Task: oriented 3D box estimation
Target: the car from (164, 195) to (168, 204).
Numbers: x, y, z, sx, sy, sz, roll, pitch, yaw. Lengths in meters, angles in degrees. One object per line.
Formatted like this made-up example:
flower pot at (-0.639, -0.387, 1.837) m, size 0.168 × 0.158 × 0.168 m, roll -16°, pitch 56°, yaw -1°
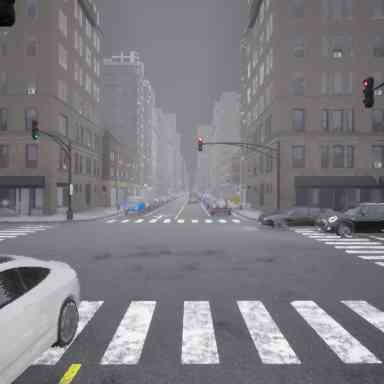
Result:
car at (-5.632, 1.569, 56.073) m, size 1.947 × 1.339 × 4.313 m, roll 0°, pitch 0°, yaw 0°

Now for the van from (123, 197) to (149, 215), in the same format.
van at (-5.725, 1.343, 33.400) m, size 1.690 × 1.788 × 3.998 m, roll 0°, pitch 0°, yaw 0°

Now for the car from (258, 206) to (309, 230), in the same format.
car at (6.886, 1.552, 20.660) m, size 5.357 × 1.411 × 2.033 m, roll 0°, pitch 0°, yaw 0°

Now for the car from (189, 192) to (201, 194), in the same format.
car at (0.297, 1.039, 72.971) m, size 2.150 × 2.045 × 5.566 m, roll 0°, pitch 0°, yaw 0°

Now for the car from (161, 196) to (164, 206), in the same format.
car at (-5.655, 1.585, 50.405) m, size 1.802 × 1.307 × 4.206 m, roll 0°, pitch 0°, yaw 0°

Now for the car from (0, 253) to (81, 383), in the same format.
car at (-2.778, 1.526, 3.648) m, size 1.812 × 1.442 × 4.674 m, roll 0°, pitch 0°, yaw 4°

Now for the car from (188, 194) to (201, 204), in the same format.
car at (0.255, 1.566, 62.937) m, size 1.994 × 1.385 × 4.181 m, roll 0°, pitch 0°, yaw 0°

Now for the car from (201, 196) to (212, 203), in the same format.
car at (2.941, 1.552, 67.382) m, size 2.008 × 1.369 × 4.403 m, roll 0°, pitch 0°, yaw 0°

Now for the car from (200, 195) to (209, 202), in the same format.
car at (2.988, 1.437, 78.721) m, size 1.967 × 1.590 × 4.097 m, roll 0°, pitch 0°, yaw 0°

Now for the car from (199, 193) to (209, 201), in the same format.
car at (3.010, 1.310, 84.389) m, size 2.192 × 1.841 × 5.009 m, roll 0°, pitch 0°, yaw 0°

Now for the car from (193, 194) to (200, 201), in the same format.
car at (1.152, 1.448, 89.559) m, size 1.801 × 1.575 × 5.366 m, roll 0°, pitch 0°, yaw 0°

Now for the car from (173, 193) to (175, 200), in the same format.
car at (-5.539, 1.522, 78.576) m, size 1.752 × 1.417 × 4.829 m, roll 0°, pitch 0°, yaw 0°

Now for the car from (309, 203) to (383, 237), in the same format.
car at (8.907, 1.363, 17.425) m, size 4.553 × 1.767 × 2.097 m, roll 0°, pitch 0°, yaw 0°

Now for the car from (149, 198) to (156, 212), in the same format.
car at (-5.702, 1.443, 39.068) m, size 1.967 × 1.590 × 4.097 m, roll 0°, pitch 0°, yaw 0°

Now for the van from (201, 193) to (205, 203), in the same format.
van at (2.894, 1.344, 56.043) m, size 1.690 × 1.788 × 3.998 m, roll 0°, pitch 0°, yaw 0°

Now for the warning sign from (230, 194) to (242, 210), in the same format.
warning sign at (5.227, 1.118, 39.351) m, size 1.300 × 1.860 × 1.060 m, roll 0°, pitch 0°, yaw 0°

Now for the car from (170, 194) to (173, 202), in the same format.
car at (-5.585, 1.567, 67.409) m, size 1.947 × 1.339 × 4.313 m, roll 0°, pitch 0°, yaw 0°

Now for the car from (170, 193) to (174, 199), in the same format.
car at (-5.561, 1.544, 73.077) m, size 1.887 × 1.381 × 4.507 m, roll 0°, pitch 0°, yaw 0°

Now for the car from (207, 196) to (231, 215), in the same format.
car at (2.801, 1.442, 33.367) m, size 1.967 × 1.590 × 4.097 m, roll 0°, pitch 0°, yaw 0°

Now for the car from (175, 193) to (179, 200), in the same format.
car at (-5.491, 1.307, 90.082) m, size 2.192 × 1.841 × 5.009 m, roll 0°, pitch 0°, yaw 0°

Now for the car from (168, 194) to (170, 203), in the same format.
car at (-5.609, 1.527, 61.571) m, size 1.752 × 1.417 × 4.829 m, roll 0°, pitch 0°, yaw 0°

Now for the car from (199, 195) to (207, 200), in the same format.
car at (3.034, 1.558, 90.060) m, size 1.947 × 1.339 × 4.313 m, roll 0°, pitch 0°, yaw 0°

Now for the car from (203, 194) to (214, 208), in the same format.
car at (2.847, 1.443, 44.705) m, size 1.967 × 1.590 × 4.097 m, roll 0°, pitch 0°, yaw 0°

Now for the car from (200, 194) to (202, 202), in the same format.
car at (2.918, 1.528, 61.882) m, size 1.752 × 1.417 × 4.829 m, roll 0°, pitch 0°, yaw 0°

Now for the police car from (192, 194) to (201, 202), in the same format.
police car at (1.120, 1.422, 79.464) m, size 1.930 × 1.638 × 5.238 m, roll 0°, pitch 0°, yaw -1°

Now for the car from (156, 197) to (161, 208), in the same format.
car at (-5.678, 1.569, 44.736) m, size 1.947 × 1.339 × 4.313 m, roll 0°, pitch 0°, yaw 0°
